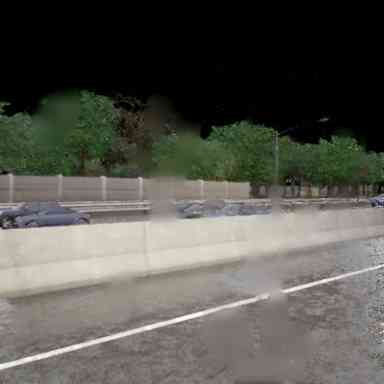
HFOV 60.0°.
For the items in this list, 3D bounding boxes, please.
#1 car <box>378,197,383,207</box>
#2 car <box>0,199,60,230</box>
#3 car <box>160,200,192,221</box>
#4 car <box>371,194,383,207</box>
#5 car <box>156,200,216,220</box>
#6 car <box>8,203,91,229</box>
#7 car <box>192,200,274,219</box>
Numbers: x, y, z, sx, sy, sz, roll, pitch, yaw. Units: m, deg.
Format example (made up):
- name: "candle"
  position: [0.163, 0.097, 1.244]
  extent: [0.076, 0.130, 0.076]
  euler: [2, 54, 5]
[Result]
- name: "car"
  position: [7.686, 1.224, 9.208]
  extent: [5.566, 2.045, 2.150]
  euler: [0, 0, -35]
- name: "car"
  position: [-10.465, 1.351, 21.401]
  extent: [4.553, 1.767, 2.097]
  euler: [0, 0, -38]
- name: "car"
  position: [0.527, 1.508, 21.537]
  extent: [4.892, 1.490, 1.837]
  euler: [0, 0, -35]
- name: "car"
  position: [29.348, 1.288, 50.290]
  extent: [5.566, 2.045, 2.150]
  euler: [0, 0, -34]
- name: "car"
  position: [-0.452, 1.498, 29.211]
  extent: [4.902, 1.511, 2.128]
  euler: [0, 0, -37]
- name: "car"
  position: [-8.158, 1.563, 19.543]
  extent: [4.181, 1.385, 1.994]
  euler: [0, 0, -35]
- name: "car"
  position: [2.585, 1.355, 18.705]
  extent: [4.553, 1.767, 2.097]
  euler: [0, 0, -35]
